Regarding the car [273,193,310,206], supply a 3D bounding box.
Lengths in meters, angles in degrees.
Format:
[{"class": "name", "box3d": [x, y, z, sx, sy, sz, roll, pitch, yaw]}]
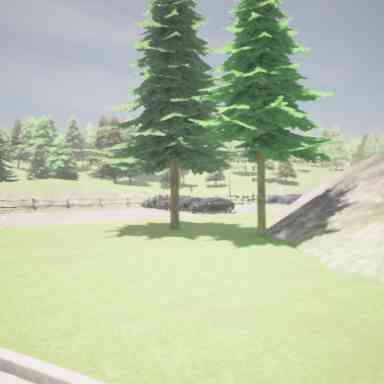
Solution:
[{"class": "car", "box3d": [14.684, 0.996, 49.012, 4.553, 1.767, 2.097, -1, 0, -35]}]

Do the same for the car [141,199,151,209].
[{"class": "car", "box3d": [-3.875, 1.143, 40.421, 4.553, 1.767, 2.097, -1, 0, -35]}]

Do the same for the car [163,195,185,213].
[{"class": "car", "box3d": [-0.146, 1.304, 34.489, 4.892, 1.490, 1.837, -1, 0, -35]}]

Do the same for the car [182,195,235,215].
[{"class": "car", "box3d": [1.863, 1.307, 31.622, 4.892, 1.490, 1.837, -1, 0, -35]}]

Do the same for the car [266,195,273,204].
[{"class": "car", "box3d": [12.655, 1.158, 51.864, 4.674, 1.442, 1.812, -1, 0, -35]}]

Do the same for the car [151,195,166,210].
[{"class": "car", "box3d": [-1.866, 1.146, 37.555, 4.553, 1.767, 2.097, -1, 0, -35]}]
